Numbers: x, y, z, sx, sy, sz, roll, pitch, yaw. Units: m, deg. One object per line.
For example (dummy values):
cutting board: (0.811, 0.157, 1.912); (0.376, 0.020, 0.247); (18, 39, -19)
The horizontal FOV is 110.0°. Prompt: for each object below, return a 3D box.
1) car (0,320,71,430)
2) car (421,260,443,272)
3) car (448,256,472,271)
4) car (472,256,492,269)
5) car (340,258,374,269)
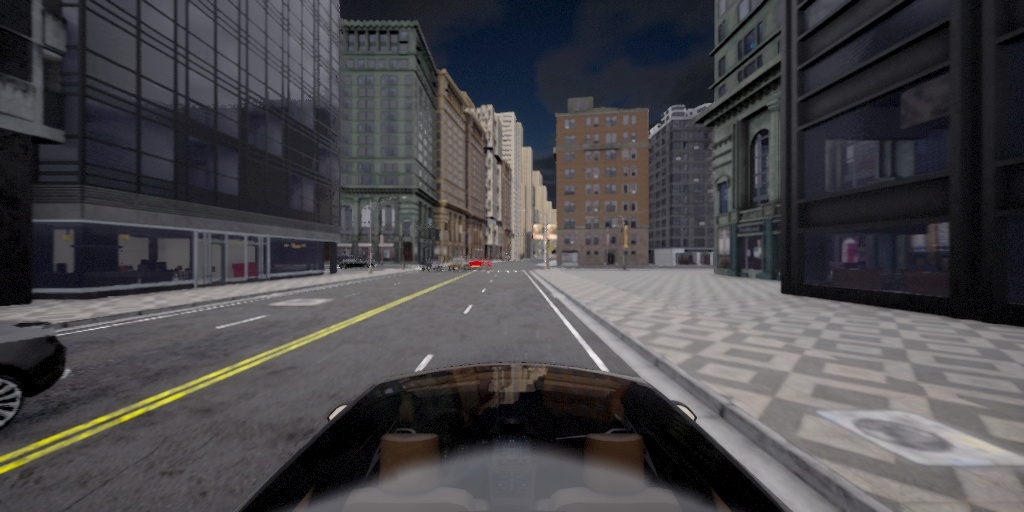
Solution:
car: (-6.601, 1.240, 2.465); (2.128, 1.511, 4.902); (0, 0, 0)
car: (-9.749, 1.184, 44.184); (1.994, 1.385, 4.181); (0, 0, 0)
car: (-6.499, 0.873, 44.214); (2.097, 1.767, 4.553); (0, 0, 0)
car: (-5.727, 1.005, 53.056); (5.566, 2.045, 2.150); (0, 0, 0)
car: (-22.812, 1.022, 52.987); (4.553, 1.767, 2.097); (0, 0, 0)
